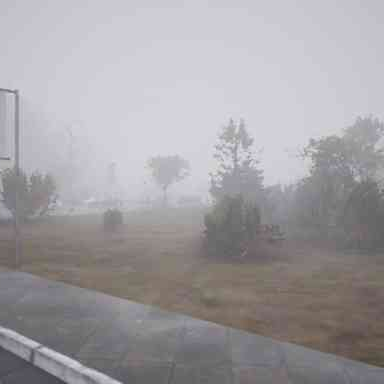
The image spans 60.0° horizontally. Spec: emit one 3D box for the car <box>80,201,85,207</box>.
[{"bbox_3d":[-14.480,1.464,50.012,1.812,1.442,4.674,0,0,39],"label":"car"}]

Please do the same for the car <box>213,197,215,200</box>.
[{"bbox_3d":[5.748,1.135,65.206,1.895,1.301,4.718,0,1,32],"label":"car"}]

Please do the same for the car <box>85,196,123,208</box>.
[{"bbox_3d":[-12.155,1.422,47.305,1.882,1.535,5.008,0,1,39],"label":"car"}]

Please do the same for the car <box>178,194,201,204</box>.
[{"bbox_3d":[-0.350,1.101,56.407,2.097,1.767,4.553,0,1,37],"label":"car"}]

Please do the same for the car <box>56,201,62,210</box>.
[{"bbox_3d":[-17.990,1.519,39.975,1.812,1.442,4.674,0,0,39],"label":"car"}]

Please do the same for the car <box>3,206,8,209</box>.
[{"bbox_3d":[-20.770,1.541,42.105,2.033,1.411,5.357,0,0,39],"label":"car"}]

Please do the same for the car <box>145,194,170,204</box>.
[{"bbox_3d":[-5.825,1.174,55.250,2.097,1.767,4.553,0,1,39],"label":"car"}]
